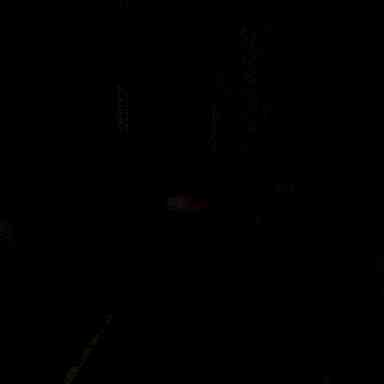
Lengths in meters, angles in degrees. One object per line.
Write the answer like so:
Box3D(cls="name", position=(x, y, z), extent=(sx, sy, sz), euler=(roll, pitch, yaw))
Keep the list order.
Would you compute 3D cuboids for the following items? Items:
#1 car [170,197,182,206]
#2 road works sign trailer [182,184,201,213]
Box3D(cls="car", position=(-3.099, 1.866, 65.757), extent=(2.097, 1.767, 4.553), euler=(0, -1, 0))
Box3D(cls="road works sign trailer", position=(-0.055, 0.787, 41.372), extent=(2.380, 3.560, 2.880), euler=(0, 0, 0))
